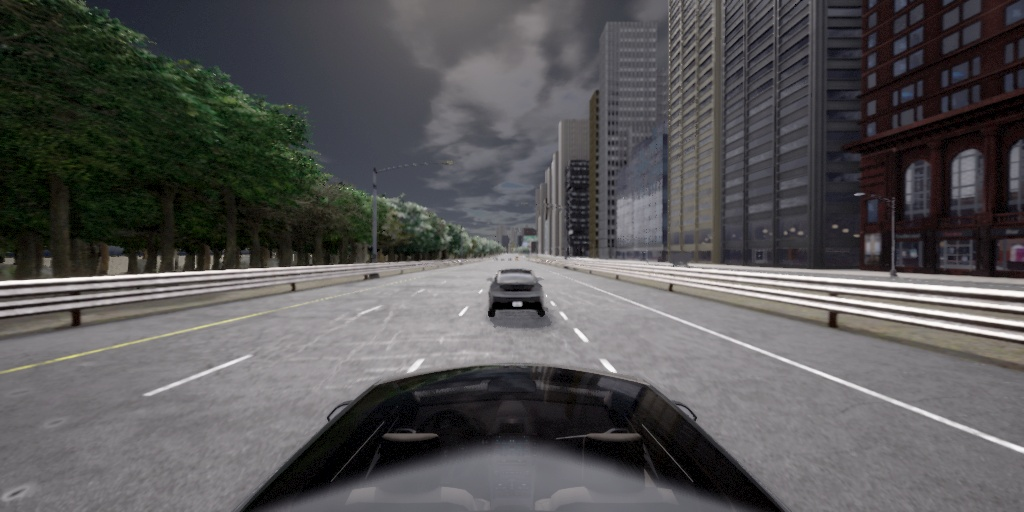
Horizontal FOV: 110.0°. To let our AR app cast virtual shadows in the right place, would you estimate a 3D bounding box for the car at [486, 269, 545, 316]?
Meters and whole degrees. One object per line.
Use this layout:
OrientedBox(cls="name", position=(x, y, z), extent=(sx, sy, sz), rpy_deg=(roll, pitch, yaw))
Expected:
OrientedBox(cls="car", position=(0.123, 1.216, 13.420), extent=(1.837, 1.490, 4.892), rpy_deg=(0, 0, -1))
